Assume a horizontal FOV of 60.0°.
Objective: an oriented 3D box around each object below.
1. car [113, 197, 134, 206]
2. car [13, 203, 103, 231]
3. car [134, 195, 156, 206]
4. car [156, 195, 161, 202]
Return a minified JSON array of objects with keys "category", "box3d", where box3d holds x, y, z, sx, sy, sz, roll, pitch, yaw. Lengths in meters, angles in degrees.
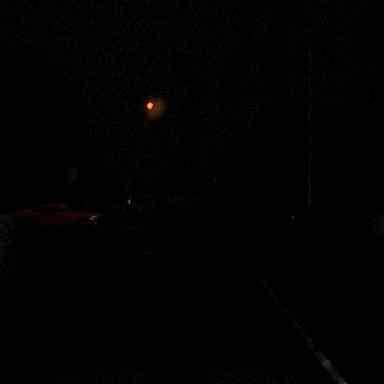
[{"category":"car","box3d":[-10.601,1.395,50.625,1.994,1.385,4.181,0,0,0]},{"category":"car","box3d":[-7.889,1.437,19.775,5.008,1.535,1.882,0,0,-3]},{"category":"car","box3d":[-7.098,1.393,50.820,1.994,1.385,4.181,0,0,0]},{"category":"car","box3d":[-7.191,1.333,66.321,1.895,1.301,4.718,0,0,-1]}]
